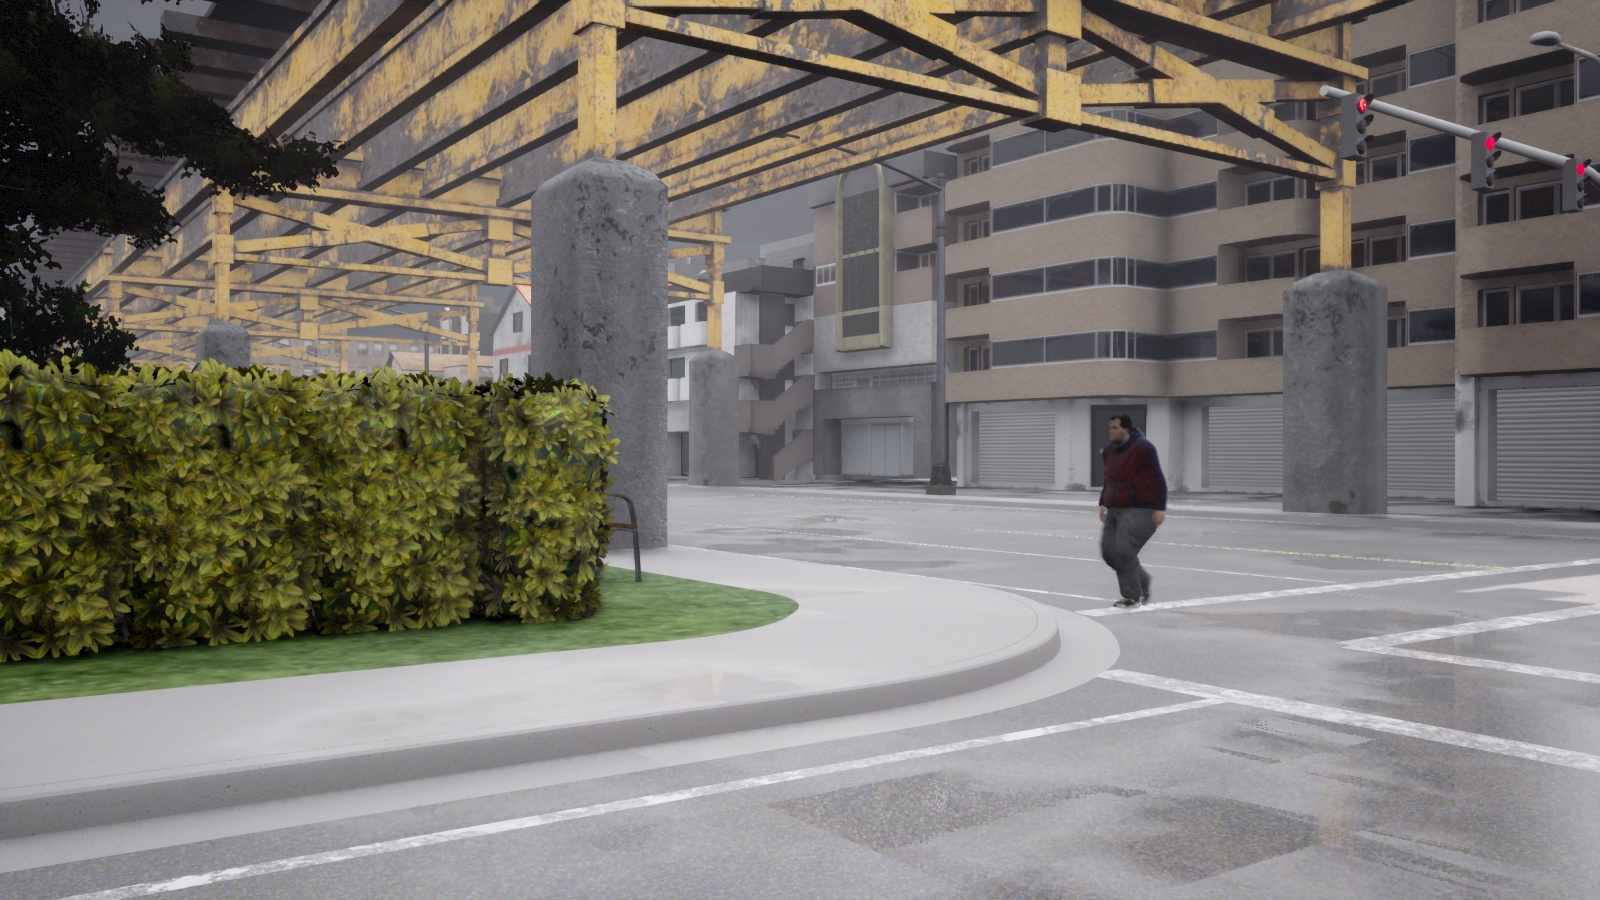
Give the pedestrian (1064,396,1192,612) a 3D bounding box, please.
[{"bbox_3d":[2.906,0.458,11.154,0.899,1.844,0.634,0,0,-22],"label":"pedestrian"}]
